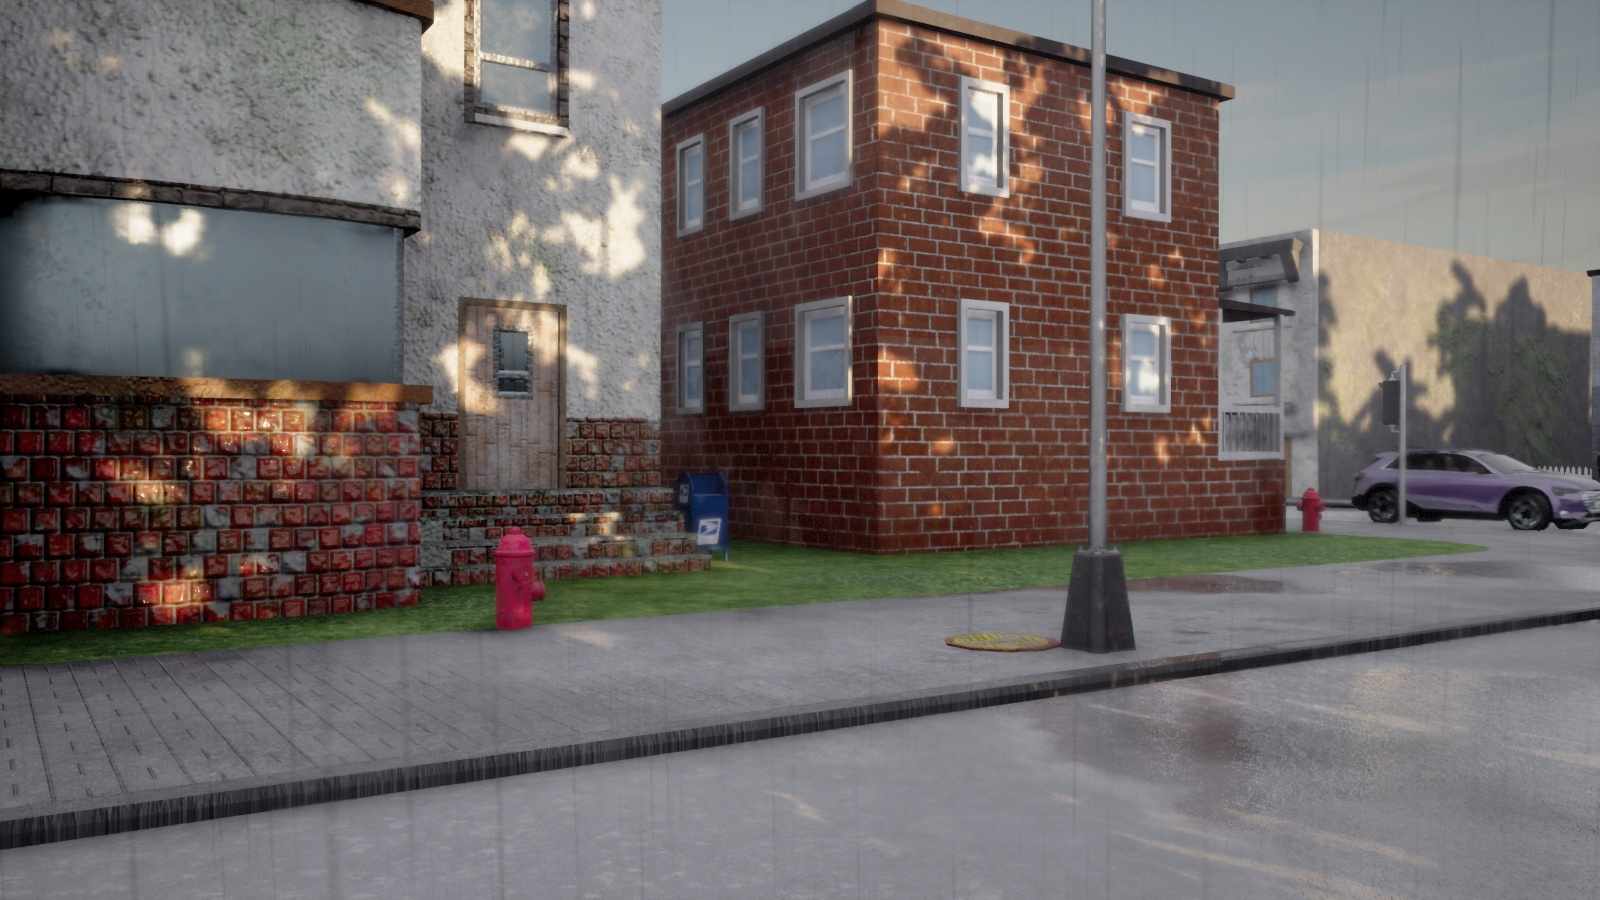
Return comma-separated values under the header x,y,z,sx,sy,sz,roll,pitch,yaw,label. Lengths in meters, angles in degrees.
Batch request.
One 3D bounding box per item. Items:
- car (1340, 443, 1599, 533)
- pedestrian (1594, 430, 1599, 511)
x,y,z,sx,sy,sz,roll,pitch,yaw,label
13.837,0.709,25.643,2.033,1.649,4.856,0,0,-33,car
19.398,0.487,29.994,0.395,1.930,0.692,0,0,-1,pedestrian
